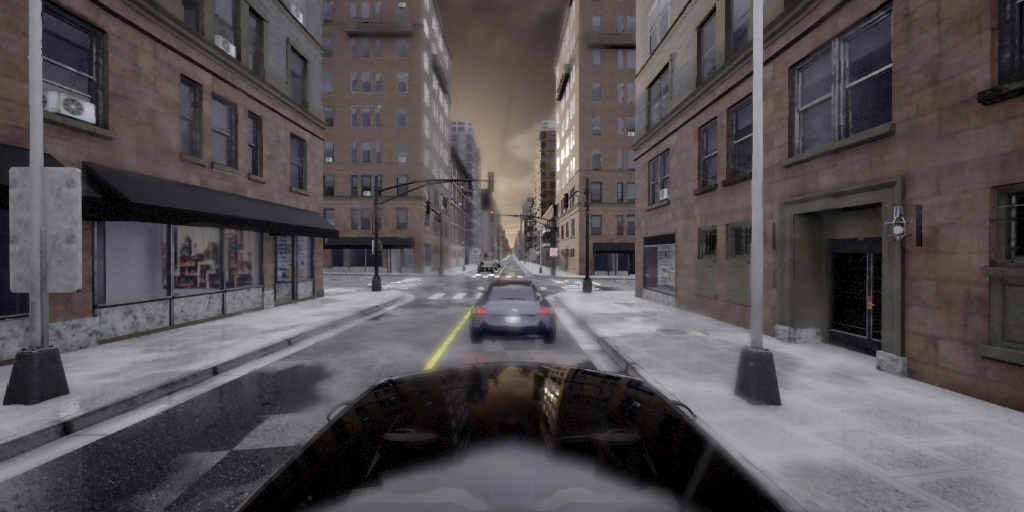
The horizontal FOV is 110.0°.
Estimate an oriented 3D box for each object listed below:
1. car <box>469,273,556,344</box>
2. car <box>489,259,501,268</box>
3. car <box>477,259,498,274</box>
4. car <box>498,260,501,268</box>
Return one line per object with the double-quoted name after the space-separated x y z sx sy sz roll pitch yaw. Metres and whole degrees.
0.016 1.315 9.587 1.994 1.385 4.181 0 0 0 "car"
-3.016 1.321 63.263 1.882 1.535 5.008 0 0 0 "car"
-3.067 1.308 43.031 1.837 1.490 4.892 0 0 0 "car"
-3.061 1.370 52.854 2.033 1.411 5.357 0 0 0 "car"
